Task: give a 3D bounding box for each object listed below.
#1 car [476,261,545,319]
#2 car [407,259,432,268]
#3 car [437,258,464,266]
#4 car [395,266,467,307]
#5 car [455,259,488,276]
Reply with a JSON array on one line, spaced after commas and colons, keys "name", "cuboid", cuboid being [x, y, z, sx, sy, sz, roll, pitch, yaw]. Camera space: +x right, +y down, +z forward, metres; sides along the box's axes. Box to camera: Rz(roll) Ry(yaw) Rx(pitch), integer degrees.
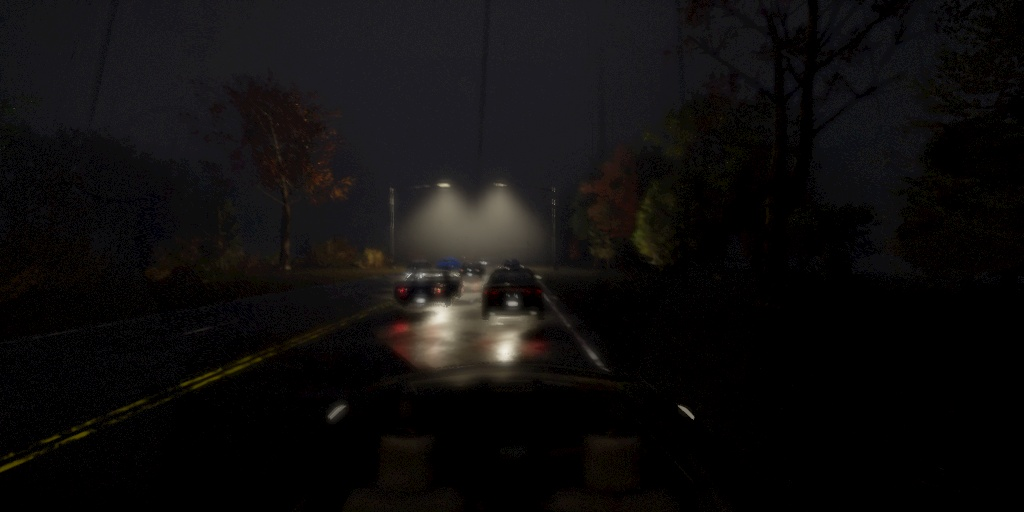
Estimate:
[{"name": "car", "cuboid": [0.027, 1.142, 12.496, 1.882, 1.535, 5.008, -1, 1, 0]}, {"name": "car", "cuboid": [-9.931, 1.041, 38.693, 1.994, 1.385, 4.181, 0, 0, 0]}, {"name": "car", "cuboid": [-6.684, 0.960, 38.077, 1.882, 1.535, 5.008, 0, 0, 0]}, {"name": "car", "cuboid": [-3.218, 1.260, 14.881, 1.895, 1.301, 4.718, 0, 0, 0]}, {"name": "car", "cuboid": [-3.249, 1.145, 30.182, 1.895, 1.301, 4.718, 0, 0, 0]}]
